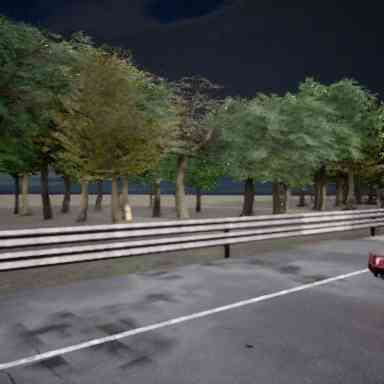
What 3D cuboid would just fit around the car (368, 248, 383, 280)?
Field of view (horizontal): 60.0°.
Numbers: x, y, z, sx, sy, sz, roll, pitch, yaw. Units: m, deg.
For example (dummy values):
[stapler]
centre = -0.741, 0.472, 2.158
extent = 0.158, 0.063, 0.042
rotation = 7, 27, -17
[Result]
[car]
centre = 6.504, 1.622, 8.402
extent = 4.718, 1.301, 1.895
rotation = 0, 0, -36
